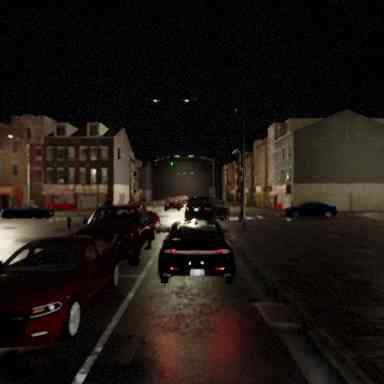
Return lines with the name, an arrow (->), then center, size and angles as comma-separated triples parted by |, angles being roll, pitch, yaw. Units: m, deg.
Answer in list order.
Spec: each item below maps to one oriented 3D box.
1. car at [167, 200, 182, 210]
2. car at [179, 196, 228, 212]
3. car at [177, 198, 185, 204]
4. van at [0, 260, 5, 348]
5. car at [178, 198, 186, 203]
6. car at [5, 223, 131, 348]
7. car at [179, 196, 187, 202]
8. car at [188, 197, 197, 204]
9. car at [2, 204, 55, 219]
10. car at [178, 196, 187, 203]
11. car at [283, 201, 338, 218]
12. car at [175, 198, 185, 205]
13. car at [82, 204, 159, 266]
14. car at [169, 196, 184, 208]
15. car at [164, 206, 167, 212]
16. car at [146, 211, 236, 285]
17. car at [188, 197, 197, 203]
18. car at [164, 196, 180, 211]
car -> -2.541, 1.860, 49.280 | 1.947, 1.339, 4.313 | 0, 0, 0
car -> 1.235, 1.377, 26.168 | 2.150, 2.045, 5.566 | -1, 0, 20
car -> -2.486, 2.007, 76.244 | 1.752, 1.417, 4.829 | 0, 0, 0
van -> -2.642, 1.348, 1.144 | 1.690, 1.788, 3.998 | 0, 0, 0
car -> -2.474, 2.089, 81.841 | 1.947, 1.339, 4.313 | 0, 0, 0
car -> -2.630, 1.581, 6.577 | 1.887, 1.381, 4.507 | 0, 0, 0
car -> -2.453, 2.045, 92.695 | 1.967, 1.590, 4.097 | 0, 0, 0
car -> 0.154, 1.946, 74.220 | 1.882, 1.535, 5.008 | 0, 0, 0
car -> -14.393, 1.732, 29.336 | 4.181, 1.385, 1.994 | 0, 0, 0
car -> -2.465, 1.878, 87.269 | 2.192, 1.841, 5.009 | 0, 0, 0
car -> 11.414, 1.670, 32.191 | 5.008, 1.535, 1.882 | 0, 0, 0
car -> -2.497, 1.995, 70.987 | 2.008, 1.369, 4.403 | 0, 0, 0
car -> -2.620, 1.382, 12.012 | 2.192, 1.841, 5.009 | 0, 0, 0
car -> -2.532, 1.645, 54.709 | 2.192, 1.841, 5.009 | 0, 0, 0
car -> -2.607, 1.642, 17.444 | 1.887, 1.381, 4.507 | 0, 0, 0
car -> 0.119, 1.546, 9.677 | 2.128, 1.511, 4.902 | 0, 0, 0
car -> 0.175, 2.069, 84.667 | 2.128, 1.511, 4.902 | 0, 0, 0
car -> -2.554, 1.574, 43.855 | 2.192, 1.841, 5.009 | 0, 0, 0
